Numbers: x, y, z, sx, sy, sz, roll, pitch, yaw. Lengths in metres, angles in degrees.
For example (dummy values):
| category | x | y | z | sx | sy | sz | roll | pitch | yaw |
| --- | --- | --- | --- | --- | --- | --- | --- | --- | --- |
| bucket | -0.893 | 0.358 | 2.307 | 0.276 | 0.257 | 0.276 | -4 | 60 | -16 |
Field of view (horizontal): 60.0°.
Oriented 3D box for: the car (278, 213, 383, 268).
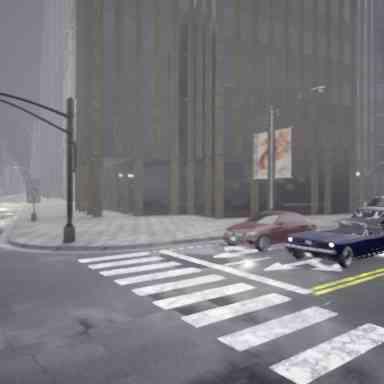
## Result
| category | x | y | z | sx | sy | sz | roll | pitch | yaw |
| --- | --- | --- | --- | --- | --- | --- | --- | --- | --- |
| car | 5.356 | 1.618 | 11.486 | 4.718 | 1.301 | 1.895 | 0 | 0 | -36 |

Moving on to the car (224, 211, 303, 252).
| category | x | y | z | sx | sy | sz | roll | pitch | yaw |
| --- | --- | --- | --- | --- | --- | --- | --- | --- | --- |
| car | 3.478 | 1.542 | 14.145 | 4.674 | 1.442 | 1.812 | 0 | 0 | -36 |

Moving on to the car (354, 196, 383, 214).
| category | x | y | z | sx | sy | sz | roll | pitch | yaw |
| --- | --- | --- | --- | --- | --- | --- | --- | --- | --- |
| car | 12.093 | 1.263 | 20.294 | 5.566 | 2.045 | 2.150 | 0 | 0 | -35 |
